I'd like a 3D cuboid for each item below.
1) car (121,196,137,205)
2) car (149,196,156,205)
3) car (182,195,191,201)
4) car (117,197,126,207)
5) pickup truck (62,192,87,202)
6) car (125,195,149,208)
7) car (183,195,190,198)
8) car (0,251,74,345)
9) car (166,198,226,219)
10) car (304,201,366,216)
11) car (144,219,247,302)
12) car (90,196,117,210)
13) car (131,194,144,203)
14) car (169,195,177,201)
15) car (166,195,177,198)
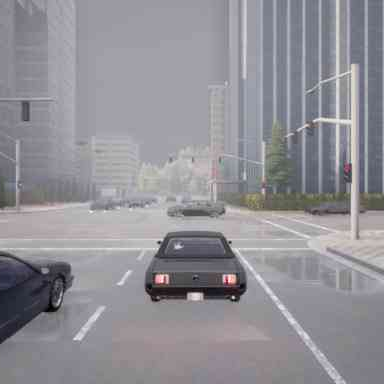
[{"bbox_3d":[-11.591,1.547,61.323,2.033,1.411,5.357,0,0,-1],"label":"car"},{"bbox_3d":[-8.033,1.547,57.370,2.033,1.411,5.357,0,0,-1],"label":"car"},{"bbox_3d":[-1.392,1.540,84.850,2.033,1.411,5.357,0,0,-1],"label":"car"},{"bbox_3d":[-11.453,1.526,51.042,1.812,1.442,4.674,0,0,-1],"label":"car"},{"bbox_3d":[-24.773,1.059,69.285,2.390,2.098,6.274,0,0,30],"label":"pickup truck"},{"bbox_3d":[-7.894,1.564,48.064,1.994,1.385,4.181,0,0,-1],"label":"car"},{"bbox_3d":[-0.973,1.564,64.349,1.994,1.385,4.181,0,0,-1],"label":"car"},{"bbox_3d":[-3.436,1.547,4.634,2.033,1.411,5.357,0,0,0],"label":"car"},{"bbox_3d":[0.381,1.491,27.983,4.902,1.511,2.128,0,0,-1],"label":"car"},{"bbox_3d":[13.581,1.547,31.639,5.357,1.411,2.033,0,0,-3],"label":"car"},{"bbox_3d":[0.066,1.601,8.230,1.895,1.301,4.718,0,0,0],"label":"car"},{"bbox_3d":[-11.308,1.352,42.144,2.097,1.767,4.553,0,0,-1],"label":"car"},{"bbox_3d":[-11.684,1.353,71.436,2.097,1.767,4.553,0,0,-1],"label":"car"},{"bbox_3d":[-4.891,1.524,84.781,1.812,1.442,4.674,0,0,-1],"label":"car"},{"bbox_3d":[-4.724,1.500,74.614,1.837,1.490,4.892,0,0,-1],"label":"car"}]
